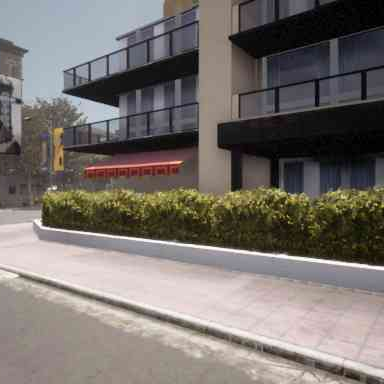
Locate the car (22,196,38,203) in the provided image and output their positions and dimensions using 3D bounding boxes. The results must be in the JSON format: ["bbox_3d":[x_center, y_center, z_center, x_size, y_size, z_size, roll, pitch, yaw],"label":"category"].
[{"bbox_3d":[-34.570,1.481,68.227,4.892,1.521,2.231,0,0,37],"label":"car"}]
